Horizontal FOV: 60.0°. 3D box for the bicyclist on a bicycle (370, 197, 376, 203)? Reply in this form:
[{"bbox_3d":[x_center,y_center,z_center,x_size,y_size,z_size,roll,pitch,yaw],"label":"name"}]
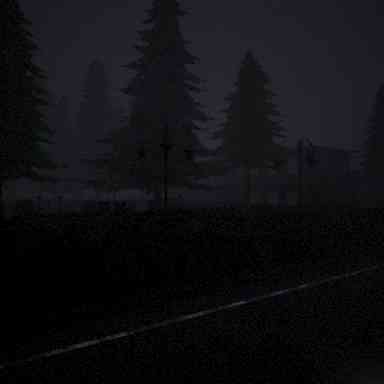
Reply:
[{"bbox_3d":[24.979,1.456,45.805,1.656,1.620,0.582,0,0,-29],"label":"bicyclist on a bicycle"}]
